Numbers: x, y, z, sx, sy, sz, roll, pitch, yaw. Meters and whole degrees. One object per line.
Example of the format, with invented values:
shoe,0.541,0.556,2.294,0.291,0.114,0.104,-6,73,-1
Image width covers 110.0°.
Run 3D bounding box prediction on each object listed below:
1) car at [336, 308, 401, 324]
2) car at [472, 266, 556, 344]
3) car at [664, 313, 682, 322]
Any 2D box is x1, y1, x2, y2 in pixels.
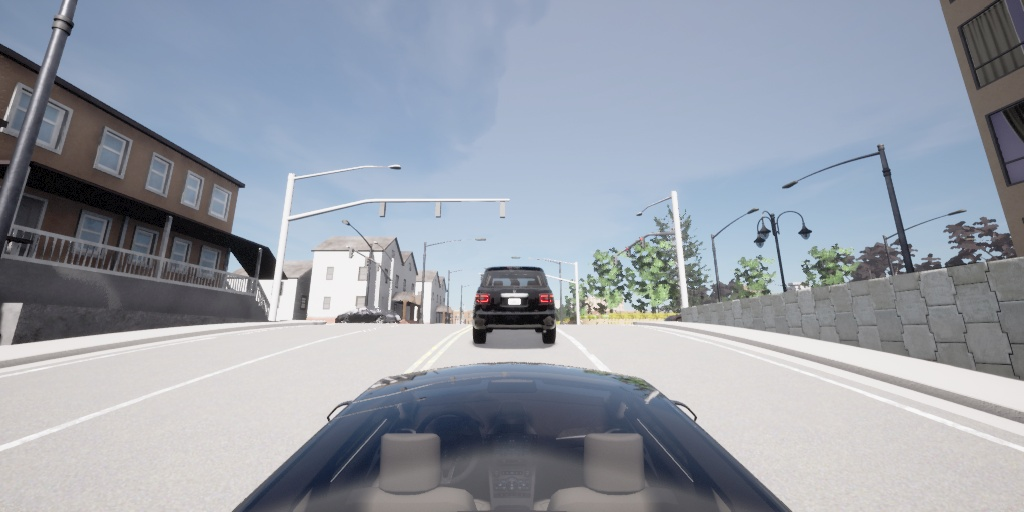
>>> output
car,-11.204,4.837,28.004,4.902,1.511,2.128,-5,-13,7
car,0.063,1.501,11.167,2.150,2.045,5.566,0,-7,0
car,15.866,5.450,31.711,4.553,1.767,2.097,0,-12,1
